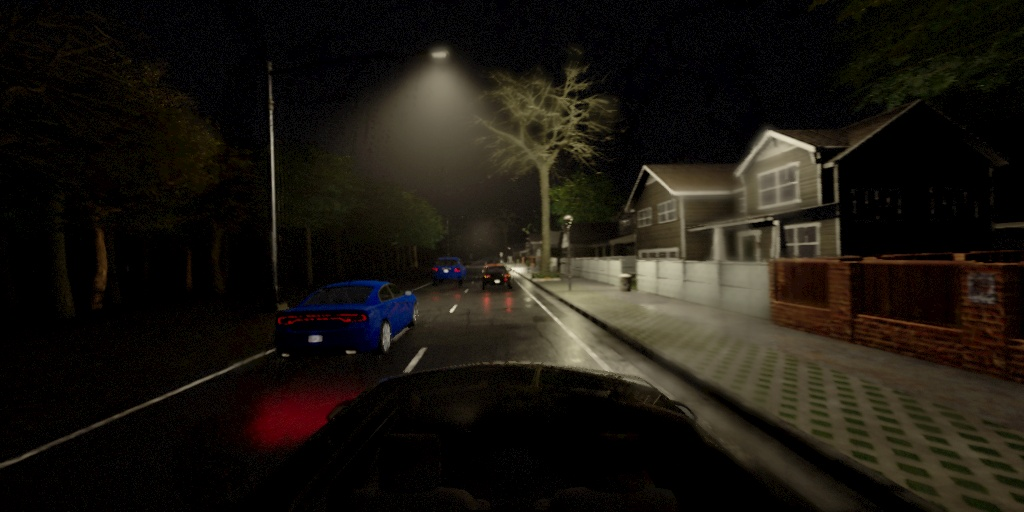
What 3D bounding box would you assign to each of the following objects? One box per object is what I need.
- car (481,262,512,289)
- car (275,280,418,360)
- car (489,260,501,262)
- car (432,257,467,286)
[{"bbox_3d":[-1.010,1.338,23.597,1.812,1.442,4.674,-2,0,-3],"label":"car"},{"bbox_3d":[-3.669,1.339,8.898,1.882,1.535,5.008,-2,0,-3],"label":"car"},{"bbox_3d":[-1.972,1.210,40.501,2.097,1.767,4.553,-2,0,-3],"label":"car"},{"bbox_3d":[-4.746,1.143,27.703,2.150,2.045,5.566,-2,0,-3],"label":"car"}]
